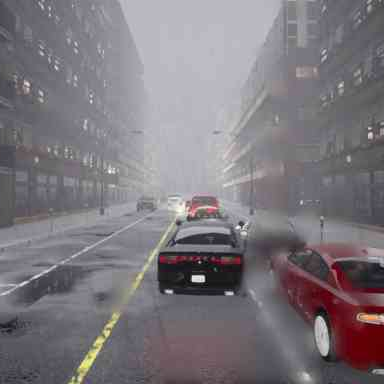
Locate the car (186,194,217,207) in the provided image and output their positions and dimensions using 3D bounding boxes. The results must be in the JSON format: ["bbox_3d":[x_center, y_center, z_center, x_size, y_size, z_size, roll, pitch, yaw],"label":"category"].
[{"bbox_3d":[0.817,1.230,24.588,2.150,2.045,5.566,0,0,0],"label":"car"}]

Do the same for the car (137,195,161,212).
[{"bbox_3d":[-5.314,1.324,39.711,2.192,1.841,5.009,1,0,0],"label":"car"}]

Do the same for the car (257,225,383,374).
[{"bbox_3d":[2.571,1.546,5.718,1.887,1.381,4.507,1,0,0],"label":"car"}]

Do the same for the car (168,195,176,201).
[{"bbox_3d":[-5.329,1.587,90.749,1.947,1.339,4.313,1,0,0],"label":"car"}]

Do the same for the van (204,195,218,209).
[{"bbox_3d":[2.565,1.351,45.414,1.690,1.788,3.998,1,0,0],"label":"van"}]

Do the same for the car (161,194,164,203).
[{"bbox_3d":[-5.320,1.330,68.066,2.192,1.841,5.009,1,0,0],"label":"car"}]

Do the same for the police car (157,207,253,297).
[{"bbox_3d":[0.432,1.427,8.813,1.930,1.638,5.238,0,0,7],"label":"police car"}]

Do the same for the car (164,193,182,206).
[{"bbox_3d":[-2.764,1.233,53.525,2.150,2.045,5.566,0,0,0],"label":"car"}]

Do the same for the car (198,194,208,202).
[{"bbox_3d":[2.557,1.333,79.439,2.192,1.841,5.009,1,0,0],"label":"car"}]

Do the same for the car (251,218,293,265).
[{"bbox_3d":[2.570,1.553,11.388,2.008,1.369,4.403,1,0,0],"label":"car"}]

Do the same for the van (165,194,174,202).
[{"bbox_3d":[-5.323,1.359,79.408,1.690,1.788,3.998,1,0,0],"label":"van"}]

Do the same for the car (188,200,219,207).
[{"bbox_3d":[0.818,1.459,18.747,1.801,1.575,5.366,0,0,0],"label":"car"}]
